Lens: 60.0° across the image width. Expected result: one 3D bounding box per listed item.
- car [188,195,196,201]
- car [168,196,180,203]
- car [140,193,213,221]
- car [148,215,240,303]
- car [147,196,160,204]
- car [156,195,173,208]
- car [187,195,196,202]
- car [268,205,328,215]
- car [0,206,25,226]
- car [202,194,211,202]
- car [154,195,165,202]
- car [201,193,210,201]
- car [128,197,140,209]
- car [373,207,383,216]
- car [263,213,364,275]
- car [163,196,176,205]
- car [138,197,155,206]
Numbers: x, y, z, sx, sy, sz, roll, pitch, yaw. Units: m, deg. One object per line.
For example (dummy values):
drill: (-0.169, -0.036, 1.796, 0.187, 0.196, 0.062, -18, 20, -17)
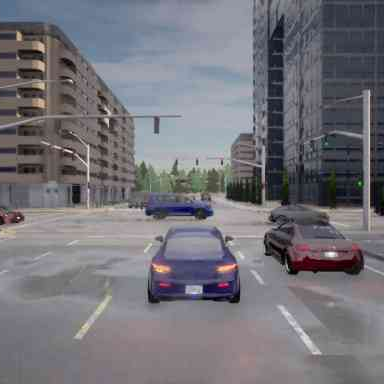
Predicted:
car: (-0.033, 1.525, 87.763, 2.128, 1.511, 4.902, 0, 0, 1)
car: (-3.744, 1.547, 68.928, 2.033, 1.411, 5.357, 0, 0, 1)
car: (-1.058, 1.246, 27.003, 5.566, 2.045, 2.150, 0, 0, 0)
car: (0.048, 1.526, 8.062, 1.812, 1.442, 4.674, 0, 0, 0)
car: (-7.343, 1.478, 63.722, 1.882, 1.535, 5.008, 0, 0, 1)
car: (-3.984, 1.352, 48.972, 2.097, 1.767, 4.553, 0, 0, 0)
car: (-0.144, 1.540, 77.420, 2.033, 1.411, 5.357, 0, 0, 1)
car: (7.461, 1.606, 23.485, 4.181, 1.385, 1.994, 1, 0, 0)
car: (-14.025, 1.616, 23.254, 4.181, 1.385, 1.994, 0, 0, 5)
car: (3.358, 1.355, 77.627, 2.097, 1.767, 4.553, 0, 0, 1)
car: (-7.182, 1.496, 74.080, 1.837, 1.490, 4.892, 0, 0, 1)
car: (3.468, 1.225, 87.790, 2.150, 2.045, 5.566, 0, 0, 1)
car: (-7.495, 1.505, 46.012, 1.837, 1.490, 4.892, 0, 0, 1)
car: (19.462, 1.656, 30.665, 4.718, 1.301, 1.895, 0, 0, 0)
car: (3.557, 1.564, 10.484, 1.994, 1.385, 4.181, 0, 0, 0)
car: (-3.929, 1.526, 58.460, 1.812, 1.442, 4.674, 0, 0, 1)
car: (-7.455, 1.564, 54.906, 1.994, 1.385, 4.181, 0, 0, 2)
